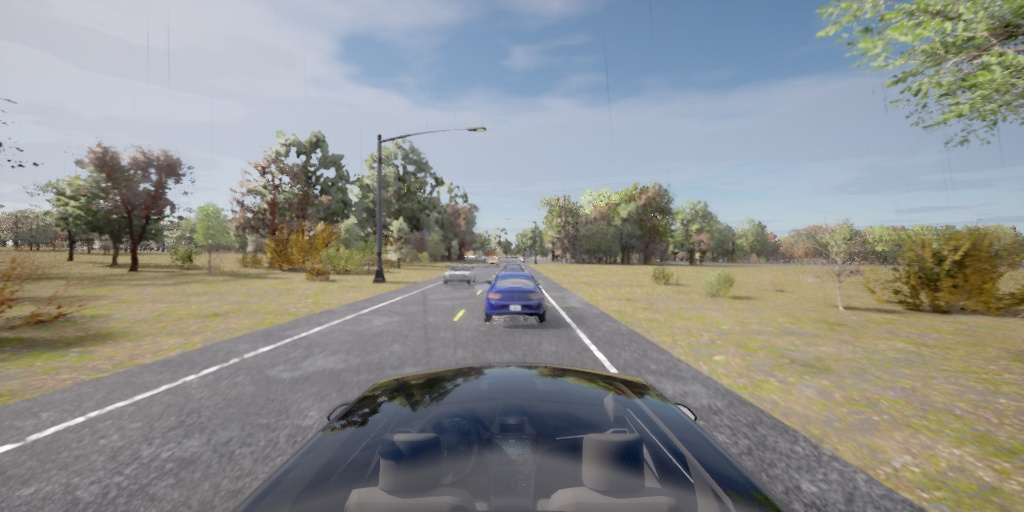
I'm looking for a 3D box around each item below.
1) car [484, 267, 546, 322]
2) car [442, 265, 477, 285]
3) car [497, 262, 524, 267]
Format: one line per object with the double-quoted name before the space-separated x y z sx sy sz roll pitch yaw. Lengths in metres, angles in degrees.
"car" 0.091 1.252 12.073 1.812 1.442 4.674 0 0 0
"car" -3.602 1.299 25.238 1.895 1.301 4.718 0 0 0
"car" 0.094 1.258 27.380 1.994 1.385 4.181 0 0 0
